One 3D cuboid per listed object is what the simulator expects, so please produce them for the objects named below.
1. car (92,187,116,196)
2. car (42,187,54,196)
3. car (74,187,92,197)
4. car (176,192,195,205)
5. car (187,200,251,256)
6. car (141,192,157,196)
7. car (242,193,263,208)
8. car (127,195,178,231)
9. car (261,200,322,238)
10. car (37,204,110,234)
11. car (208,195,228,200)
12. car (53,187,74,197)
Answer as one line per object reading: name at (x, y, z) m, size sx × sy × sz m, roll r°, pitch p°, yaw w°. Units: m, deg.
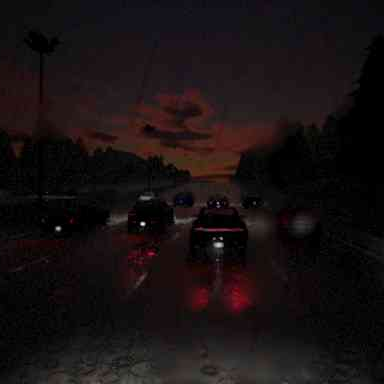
car at (-13.588, 0.026, 52.981) m, size 2.128 × 1.511 × 4.902 m, roll 0°, pitch 2°, yaw 5°
car at (-23.859, -0.120, 55.980) m, size 1.837 × 1.490 × 4.892 m, roll 0°, pitch 2°, yaw 5°
car at (-16.961, -0.065, 54.612) m, size 1.882 × 1.535 × 5.008 m, roll 0°, pitch 2°, yaw 5°
car at (-0.806, 0.696, 34.705) m, size 1.882 × 1.535 × 5.008 m, roll 0°, pitch 2°, yaw 4°
car at (0.963, 1.287, 12.162) m, size 2.128 × 1.511 × 4.902 m, roll 0°, pitch 1°, yaw 4°
car at (-4.360, 0.739, 34.274) m, size 1.812 × 1.442 × 4.674 m, roll 0°, pitch 2°, yaw 5°
car at (6.146, 0.801, 33.953) m, size 1.812 × 1.442 × 4.674 m, roll 0°, pitch 2°, yaw 5°
car at (-2.107, 1.162, 17.914) m, size 1.837 × 1.490 × 4.892 m, roll 0°, pitch 2°, yaw 4°
car at (4.774, 1.298, 16.095) m, size 1.994 × 1.385 × 4.181 m, roll 0°, pitch 1°, yaw 4°
car at (-5.708, 1.261, 16.816) m, size 1.895 × 1.301 × 4.718 m, roll 0°, pitch 1°, yaw 4°
car at (2.406, 0.948, 30.882) m, size 1.895 × 1.301 × 4.718 m, roll 0°, pitch 2°, yaw 4°
car at (-20.446, -0.043, 54.902) m, size 1.812 × 1.442 × 4.674 m, roll 0°, pitch 2°, yaw 5°
